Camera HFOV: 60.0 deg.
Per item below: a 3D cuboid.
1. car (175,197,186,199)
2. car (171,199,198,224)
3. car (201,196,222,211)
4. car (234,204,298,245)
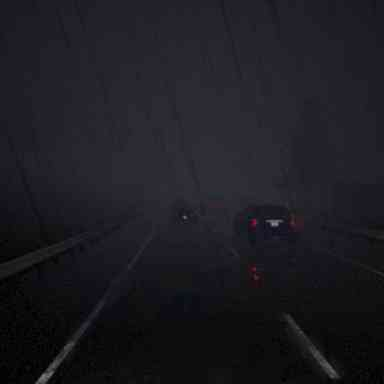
[{"bbox_3d":[-1.391,1.440,41.134,1.837,1.490,4.892,0,0,-3],"label":"car"},{"bbox_3d":[-0.572,1.487,24.429,1.812,1.442,4.674,0,0,-3],"label":"car"},{"bbox_3d":[2.225,1.290,38.906,2.097,1.767,4.553,0,0,-3],"label":"car"},{"bbox_3d":[3.292,1.325,15.605,2.097,1.767,4.553,0,0,-2],"label":"car"}]
